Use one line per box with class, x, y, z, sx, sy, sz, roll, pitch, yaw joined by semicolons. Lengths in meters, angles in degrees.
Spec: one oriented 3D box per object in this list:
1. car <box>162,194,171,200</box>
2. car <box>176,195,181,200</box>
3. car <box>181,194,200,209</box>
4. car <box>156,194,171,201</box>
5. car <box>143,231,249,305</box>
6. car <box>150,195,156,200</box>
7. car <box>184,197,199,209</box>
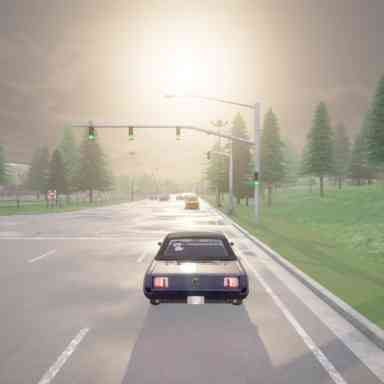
car;-6.871;1.372;90.741;2.033;1.411;5.357;0;0;0
car;-3.370;1.553;91.149;1.994;1.385;4.181;0;0;0
car;-0.087;1.097;46.147;1.882;1.535;5.008;-3;16;-4
car;-6.886;1.531;80.321;2.033;1.411;5.357;0;0;0
car;0.090;1.601;8.024;1.895;1.301;4.718;0;0;0
car;-10.370;1.540;91.159;2.033;1.411;5.357;0;0;0
car;-0.032;1.577;49.692;2.033;1.411;5.357;0;1;2
